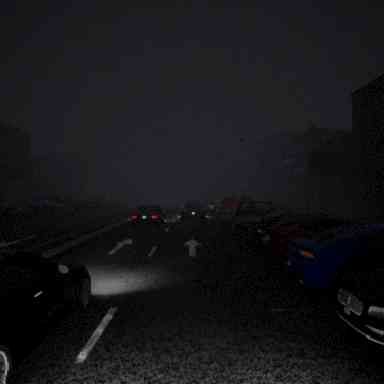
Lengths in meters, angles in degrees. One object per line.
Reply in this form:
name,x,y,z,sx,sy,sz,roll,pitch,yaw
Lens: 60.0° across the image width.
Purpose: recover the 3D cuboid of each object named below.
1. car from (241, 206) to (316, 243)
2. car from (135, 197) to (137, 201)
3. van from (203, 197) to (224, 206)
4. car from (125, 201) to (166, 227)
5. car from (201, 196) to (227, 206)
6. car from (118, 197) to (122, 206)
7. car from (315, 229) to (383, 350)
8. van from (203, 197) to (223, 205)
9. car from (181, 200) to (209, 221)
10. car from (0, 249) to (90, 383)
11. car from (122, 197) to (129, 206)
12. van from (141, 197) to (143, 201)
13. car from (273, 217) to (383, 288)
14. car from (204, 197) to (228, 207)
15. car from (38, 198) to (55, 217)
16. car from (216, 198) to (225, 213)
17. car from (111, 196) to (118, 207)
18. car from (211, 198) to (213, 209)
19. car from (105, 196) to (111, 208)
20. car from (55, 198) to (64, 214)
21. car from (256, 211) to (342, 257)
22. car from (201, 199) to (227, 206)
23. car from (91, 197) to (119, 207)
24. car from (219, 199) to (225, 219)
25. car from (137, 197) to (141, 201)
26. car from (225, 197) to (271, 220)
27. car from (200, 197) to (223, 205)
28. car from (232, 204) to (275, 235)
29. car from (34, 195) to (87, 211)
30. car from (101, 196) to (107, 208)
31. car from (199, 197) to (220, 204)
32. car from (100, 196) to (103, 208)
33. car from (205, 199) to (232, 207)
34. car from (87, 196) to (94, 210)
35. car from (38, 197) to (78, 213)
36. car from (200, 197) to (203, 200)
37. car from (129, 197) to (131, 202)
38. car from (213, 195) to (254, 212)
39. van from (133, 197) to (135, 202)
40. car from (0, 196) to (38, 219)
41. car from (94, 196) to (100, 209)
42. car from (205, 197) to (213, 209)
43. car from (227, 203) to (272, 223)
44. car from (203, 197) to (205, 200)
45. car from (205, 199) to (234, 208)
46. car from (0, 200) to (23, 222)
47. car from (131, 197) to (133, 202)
car,4.703,1.491,13.373,4.892,1.521,2.231,0,0,0
car,-15.839,2.204,77.215,4.553,1.767,2.185,0,-1,0
van,4.826,2.050,74.492,4.442,1.987,1.878,0,-1,0
car,-2.902,1.577,22.744,2.033,1.411,5.357,0,0,0
car,4.678,1.966,71.594,5.566,2.045,2.435,0,-1,0
car,-15.742,1.677,57.916,5.566,2.045,2.435,0,-1,0
car,4.715,1.482,4.911,4.892,1.521,2.231,0,0,0
van,4.830,2.102,77.146,4.442,1.987,1.878,0,-1,0
car,0.099,1.606,27.616,1.994,1.385,4.181,0,0,0
car,-2.900,1.527,4.665,1.812,1.442,4.674,0,0,0
car,-15.972,2.105,66.182,5.366,1.575,1.946,0,-1,0
van,-15.946,2.299,88.250,4.442,1.987,1.878,0,-1,0
car,4.704,1.483,7.690,5.008,1.535,2.097,0,0,0
car,4.739,1.977,66.153,4.553,1.767,2.185,0,-1,0
car,-15.712,1.536,30.360,5.008,1.535,2.097,0,0,0
car,4.715,1.522,27.144,4.892,1.521,2.231,0,0,0
car,-15.794,1.616,55.159,5.566,2.045,2.435,0,-1,0
car,4.707,1.595,35.602,4.674,1.452,2.002,0,0,0
car,-15.791,1.681,52.402,4.553,1.767,2.185,0,-1,0
car,-15.720,1.590,33.115,4.674,1.452,2.002,0,0,0
car,4.738,1.515,10.595,4.792,1.488,2.163,0,0,0
car,4.522,2.157,68.806,5.366,1.575,1.946,0,-1,0
car,-15.745,1.863,60.670,4.553,1.767,2.185,0,-1,0
car,4.894,1.510,24.364,5.366,1.575,1.946,0,0,0
car,-15.785,2.130,79.976,5.566,2.045,2.435,0,-1,0
car,4.681,1.381,21.703,4.553,1.767,2.185,0,0,0
car,4.751,2.181,82.828,5.566,2.045,2.435,0,-1,0
car,4.714,1.494,16.153,5.008,1.535,2.097,0,0,0
car,-15.705,1.340,38.627,5.566,2.045,2.435,0,-1,0
car,-15.784,1.782,49.641,4.792,1.488,2.163,0,-1,0
car,4.774,2.320,91.163,5.566,2.045,2.435,0,-1,0
car,-15.744,1.700,46.891,5.008,1.535,2.097,0,-1,0
car,4.737,2.010,60.593,4.792,1.488,2.163,0,-1,0
car,-15.710,1.368,41.385,5.566,2.045,2.435,0,-1,0
car,-15.542,1.563,35.873,5.366,1.575,1.946,0,0,0
car,0.099,1.715,43.086,1.994,1.385,4.181,0,-1,0
car,-15.977,2.163,68.941,5.366,1.575,1.946,0,-1,0
car,4.677,1.414,32.825,4.553,1.767,2.185,0,0,0
van,-15.686,2.051,74.460,4.442,1.987,1.878,0,-1,0
car,-15.743,1.401,27.603,4.553,1.767,2.185,0,0,0
car,-15.716,1.407,44.137,5.566,2.045,2.435,0,-1,0
car,4.680,1.325,38.379,5.566,2.045,2.435,0,-1,0
car,4.680,1.530,18.931,4.792,1.488,2.163,0,0,0
car,4.713,1.853,54.911,5.008,1.535,2.097,0,-1,0
car,4.714,1.919,57.814,4.892,1.521,2.231,0,-1,0
car,-15.736,1.547,24.845,4.792,1.488,2.163,0,0,0
car,-15.795,2.262,71.696,4.674,1.452,2.002,0,-1,0
